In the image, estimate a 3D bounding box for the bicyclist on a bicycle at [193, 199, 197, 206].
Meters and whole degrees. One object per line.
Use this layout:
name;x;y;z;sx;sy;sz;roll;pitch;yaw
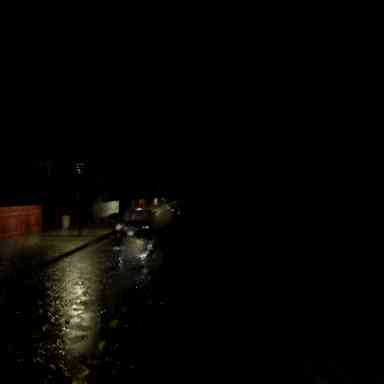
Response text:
bicyclist on a bicycle;0.748;2.373;76.181;0.866;1.612;1.509;0;-1;0

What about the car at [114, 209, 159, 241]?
car;-2.851;1.695;17.937;2.128;1.511;4.902;0;-1;0

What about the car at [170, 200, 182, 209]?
car;-2.802;2.203;59.056;2.128;1.511;4.902;0;-1;1

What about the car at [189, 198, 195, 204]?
car;-0.004;2.581;94.635;1.812;1.442;4.674;0;-1;0

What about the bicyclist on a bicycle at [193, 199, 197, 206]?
bicyclist on a bicycle;0.755;2.269;67.184;0.582;1.620;1.656;0;-1;0
